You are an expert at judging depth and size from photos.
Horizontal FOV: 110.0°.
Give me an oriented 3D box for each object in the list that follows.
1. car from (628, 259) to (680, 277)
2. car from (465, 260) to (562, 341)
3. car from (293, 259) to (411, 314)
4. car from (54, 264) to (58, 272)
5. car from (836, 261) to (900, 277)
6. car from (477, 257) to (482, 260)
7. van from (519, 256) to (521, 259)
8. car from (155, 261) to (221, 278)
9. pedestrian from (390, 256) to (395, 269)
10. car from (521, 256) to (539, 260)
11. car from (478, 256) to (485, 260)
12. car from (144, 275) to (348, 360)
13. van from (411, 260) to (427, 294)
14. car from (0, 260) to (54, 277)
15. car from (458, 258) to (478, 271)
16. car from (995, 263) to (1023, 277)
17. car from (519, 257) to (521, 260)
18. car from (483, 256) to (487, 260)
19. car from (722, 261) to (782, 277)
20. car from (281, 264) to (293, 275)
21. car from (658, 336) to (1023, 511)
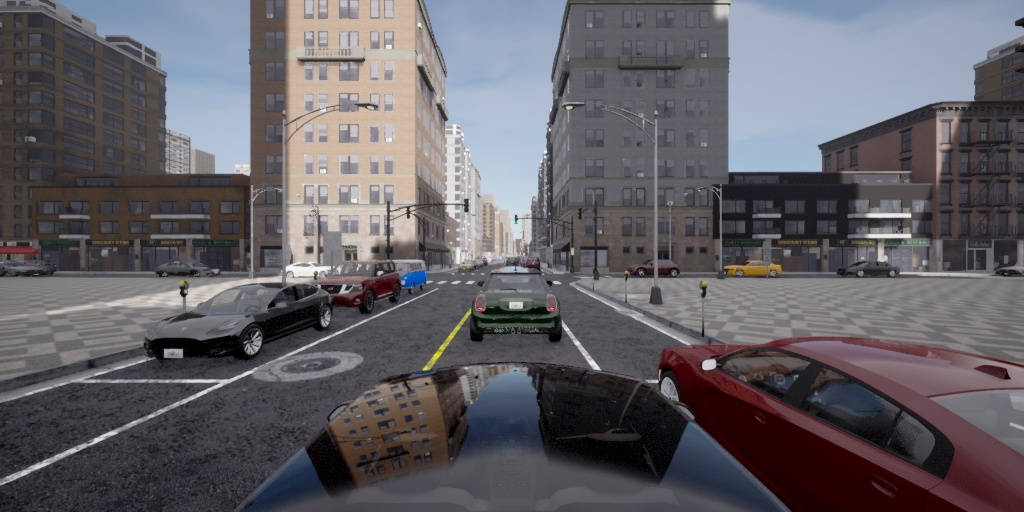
[{"bbox_3d":[13.427,1.059,34.229,4.553,1.767,2.097,0,0,1],"label":"car"},{"bbox_3d":[0.090,1.102,10.005,2.097,1.767,4.553,0,0,0],"label":"car"},{"bbox_3d":[-5.870,1.064,14.029,2.192,1.841,5.009,0,0,0],"label":"car"},{"bbox_3d":[-47.586,1.184,35.045,4.902,1.511,2.128,0,0,1],"label":"car"},{"bbox_3d":[33.634,1.225,33.924,4.892,1.490,1.837,0,0,1],"label":"car"},{"bbox_3d":[-5.907,1.237,52.343,1.948,1.339,4.313,0,0,0],"label":"car"},{"bbox_3d":[2.608,0.981,63.639,1.690,1.789,3.998,0,0,0],"label":"van"},{"bbox_3d":[-28.507,1.201,31.622,4.902,1.511,2.128,0,0,1],"label":"car"},{"bbox_3d":[-12.586,0.845,37.629,0.375,1.860,0.375,0,0,1],"label":"pedestrian"},{"bbox_3d":[2.625,1.001,46.669,2.192,1.841,5.009,0,0,0],"label":"car"},{"bbox_3d":[-5.912,1.181,57.828,1.751,1.417,4.829,0,0,0],"label":"car"},{"bbox_3d":[-5.864,1.315,8.388,1.948,1.339,4.313,0,0,0],"label":"car"},{"bbox_3d":[-5.875,1.088,19.670,1.690,1.789,3.998,0,0,0],"label":"van"},{"bbox_3d":[-44.859,1.248,31.887,5.357,1.411,2.033,0,0,1],"label":"car"},{"bbox_3d":[-5.901,1.211,46.518,1.751,1.417,4.829,0,0,0],"label":"car"},{"bbox_3d":[49.064,1.288,33.614,5.357,1.411,2.033,0,0,1],"label":"car"},{"bbox_3d":[2.613,1.201,57.981,1.888,1.381,4.507,0,0,0],"label":"car"},{"bbox_3d":[-5.918,1.165,63.483,1.751,1.417,4.829,0,0,0],"label":"car"},{"bbox_3d":[22.726,1.189,34.089,5.008,1.535,1.882,0,0,1],"label":"car"},{"bbox_3d":[-17.658,1.233,31.464,4.674,1.442,1.812,0,0,1],"label":"car"},{"bbox_3d":[2.667,1.295,2.731,1.888,1.381,4.507,0,0,0],"label":"car"}]
